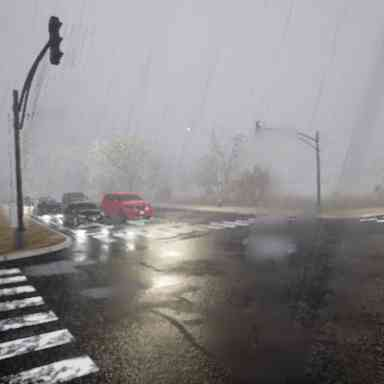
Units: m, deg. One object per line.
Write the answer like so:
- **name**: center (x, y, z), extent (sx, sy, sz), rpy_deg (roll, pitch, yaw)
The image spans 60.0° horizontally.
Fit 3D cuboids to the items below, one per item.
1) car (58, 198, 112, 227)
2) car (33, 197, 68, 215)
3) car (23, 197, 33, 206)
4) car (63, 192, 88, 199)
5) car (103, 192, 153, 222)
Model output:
- **car**: center (-7.465, 1.441, 22.855), extent (1.837, 1.490, 4.892), rpy_deg (-2, 1, -34)
- **car**: center (-14.114, 1.499, 33.121), extent (1.994, 1.385, 4.181), rpy_deg (-2, 1, -33)
- **car**: center (-25.836, 1.455, 51.358), extent (1.812, 1.442, 4.674), rpy_deg (-2, 1, -33)
- **car**: center (-13.204, 1.044, 37.668), extent (2.150, 2.045, 5.566), rpy_deg (-2, 1, -33)
- **car**: center (-5.004, 1.046, 24.966), extent (2.150, 2.045, 5.566), rpy_deg (-2, 1, -35)
